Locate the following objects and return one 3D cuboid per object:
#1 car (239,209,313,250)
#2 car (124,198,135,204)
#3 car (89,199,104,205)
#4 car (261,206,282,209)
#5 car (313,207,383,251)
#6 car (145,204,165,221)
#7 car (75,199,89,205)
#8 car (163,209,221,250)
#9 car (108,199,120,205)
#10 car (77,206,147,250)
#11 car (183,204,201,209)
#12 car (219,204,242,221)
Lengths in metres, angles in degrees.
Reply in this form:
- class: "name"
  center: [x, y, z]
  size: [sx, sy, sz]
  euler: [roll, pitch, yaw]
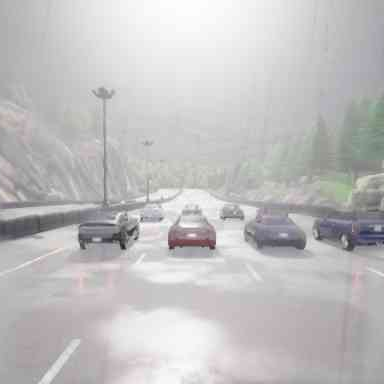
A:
- class: "car"
  center: [3.503, 1.650, 14.674]
  size: [1.994, 1.385, 4.181]
  euler: [0, -1, 0]
- class: "car"
  center: [-13.987, 2.199, 74.831]
  size: [1.882, 1.535, 5.008]
  euler: [0, -1, 0]
- class: "car"
  center: [-20.987, 2.311, 74.801]
  size: [1.895, 1.301, 4.718]
  euler: [0, -1, 0]
- class: "car"
  center: [7.005, 1.863, 29.722]
  size: [1.895, 1.301, 4.718]
  euler: [0, -1, 0]
- class: "car"
  center: [7.003, 1.446, 14.644]
  size: [2.097, 1.767, 4.553]
  euler: [0, -1, 0]
- class: "car"
  center: [-3.495, 1.772, 29.694]
  size: [1.812, 1.442, 4.674]
  euler: [0, -1, 0]
- class: "car"
  center: [-24.487, 2.254, 74.833]
  size: [2.033, 1.411, 5.357]
  euler: [0, -1, 0]
- class: "car"
  center: [0.003, 1.648, 14.675]
  size: [1.994, 1.385, 4.181]
  euler: [0, -1, 0]
- class: "car"
  center: [-17.487, 2.314, 74.801]
  size: [1.895, 1.301, 4.718]
  euler: [0, -1, 0]
- class: "car"
  center: [-3.497, 1.568, 14.674]
  size: [2.128, 1.511, 4.902]
  euler: [0, -1, 0]
- class: "car"
  center: [0.005, 1.804, 29.693]
  size: [2.033, 1.411, 5.357]
  euler: [0, -1, 0]
- class: "car"
  center: [3.505, 1.807, 29.693]
  size: [2.033, 1.411, 5.357]
  euler: [0, -1, 0]
